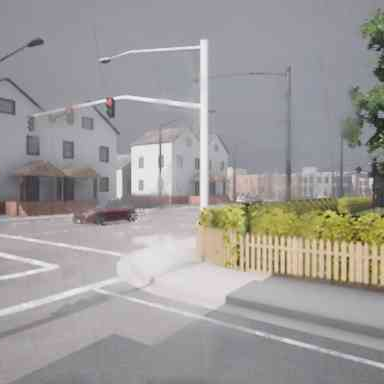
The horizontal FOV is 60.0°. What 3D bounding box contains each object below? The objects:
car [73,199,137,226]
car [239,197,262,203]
[{"bbox_3d":[-6.076,1.325,23.452,2.097,1.767,4.553,0,0,35],"label":"car"},{"bbox_3d":[7.627,1.456,43.149,2.128,1.511,4.902,0,0,35],"label":"car"}]
